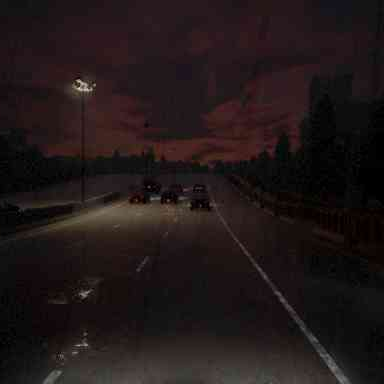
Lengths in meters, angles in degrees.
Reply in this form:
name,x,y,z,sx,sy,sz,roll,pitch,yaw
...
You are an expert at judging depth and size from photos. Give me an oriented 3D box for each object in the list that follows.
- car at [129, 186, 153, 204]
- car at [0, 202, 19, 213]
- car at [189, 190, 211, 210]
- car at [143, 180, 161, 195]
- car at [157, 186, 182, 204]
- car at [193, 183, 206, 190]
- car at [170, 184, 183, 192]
name,x,y,z,sx,sy,sz,roll,pitch,yaw
car,-6.095,0.517,38.994,1.812,1.442,4.674,0,5,1
car,-13.563,1.415,22.296,2.128,1.511,4.902,0,1,2
car,0.787,0.958,33.150,1.812,1.442,4.674,0,3,0
car,-5.900,-0.820,48.796,2.150,2.045,5.566,0,7,1
car,-2.592,0.464,39.298,1.837,1.490,4.892,0,5,1
car,1.097,-0.544,48.623,2.128,1.511,4.902,0,7,1
car,-2.381,-0.578,49.610,1.994,1.385,4.181,0,7,1
